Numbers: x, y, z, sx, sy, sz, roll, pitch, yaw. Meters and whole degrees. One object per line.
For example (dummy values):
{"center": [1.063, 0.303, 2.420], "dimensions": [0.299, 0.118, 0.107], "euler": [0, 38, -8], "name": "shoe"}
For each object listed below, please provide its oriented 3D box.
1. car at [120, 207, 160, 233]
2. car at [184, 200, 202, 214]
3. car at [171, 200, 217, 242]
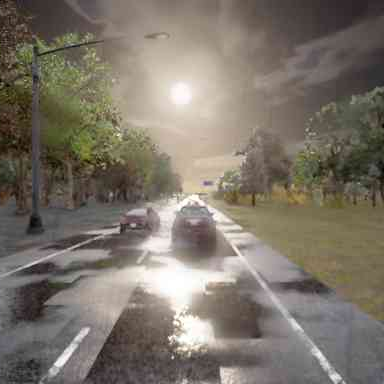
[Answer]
{"center": [-3.031, 1.598, 19.961], "dimensions": [1.812, 1.442, 4.674], "euler": [0, 0, 2], "name": "car"}
{"center": [0.112, 1.692, 39.265], "dimensions": [2.033, 1.411, 5.357], "euler": [0, 0, 0], "name": "car"}
{"center": [0.106, 1.413, 16.898], "dimensions": [2.097, 1.767, 4.553], "euler": [0, 0, 0], "name": "car"}
